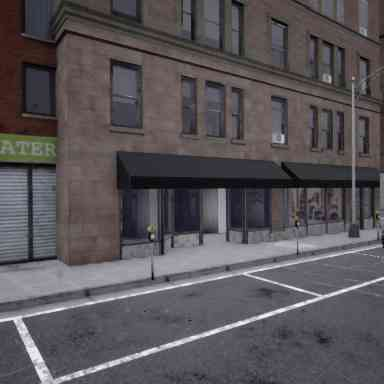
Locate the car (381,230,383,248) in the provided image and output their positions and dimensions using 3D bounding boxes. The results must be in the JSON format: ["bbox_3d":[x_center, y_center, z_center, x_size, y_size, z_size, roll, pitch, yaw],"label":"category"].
[{"bbox_3d":[9.185,1.540,13.088,4.507,1.381,1.887,0,-1,-35],"label":"car"}]
